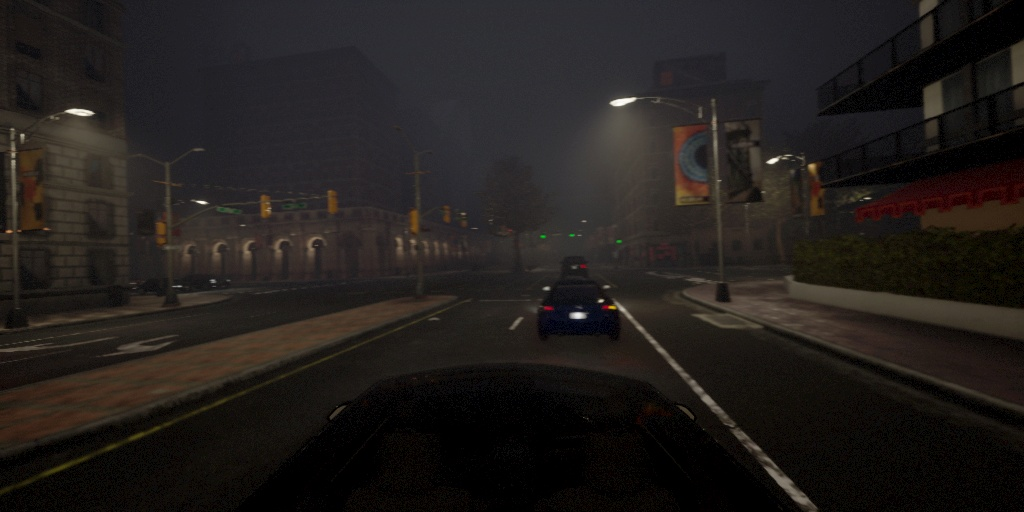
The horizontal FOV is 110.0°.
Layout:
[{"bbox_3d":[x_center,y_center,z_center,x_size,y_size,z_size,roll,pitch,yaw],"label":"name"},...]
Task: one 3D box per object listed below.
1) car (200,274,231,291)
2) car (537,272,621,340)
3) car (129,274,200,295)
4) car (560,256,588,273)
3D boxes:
[{"bbox_3d":[-31.511,2.600,36.784,4.553,1.767,2.097,-2,0,10],"label":"car"},{"bbox_3d":[1.808,1.314,9.999,1.994,1.385,4.181,-2,-1,10],"label":"car"},{"bbox_3d":[-32.274,2.753,33.358,4.892,1.490,1.837,-2,0,9],"label":"car"},{"bbox_3d":[5.347,1.014,30.801,2.150,2.045,5.566,-2,-1,10],"label":"car"}]
